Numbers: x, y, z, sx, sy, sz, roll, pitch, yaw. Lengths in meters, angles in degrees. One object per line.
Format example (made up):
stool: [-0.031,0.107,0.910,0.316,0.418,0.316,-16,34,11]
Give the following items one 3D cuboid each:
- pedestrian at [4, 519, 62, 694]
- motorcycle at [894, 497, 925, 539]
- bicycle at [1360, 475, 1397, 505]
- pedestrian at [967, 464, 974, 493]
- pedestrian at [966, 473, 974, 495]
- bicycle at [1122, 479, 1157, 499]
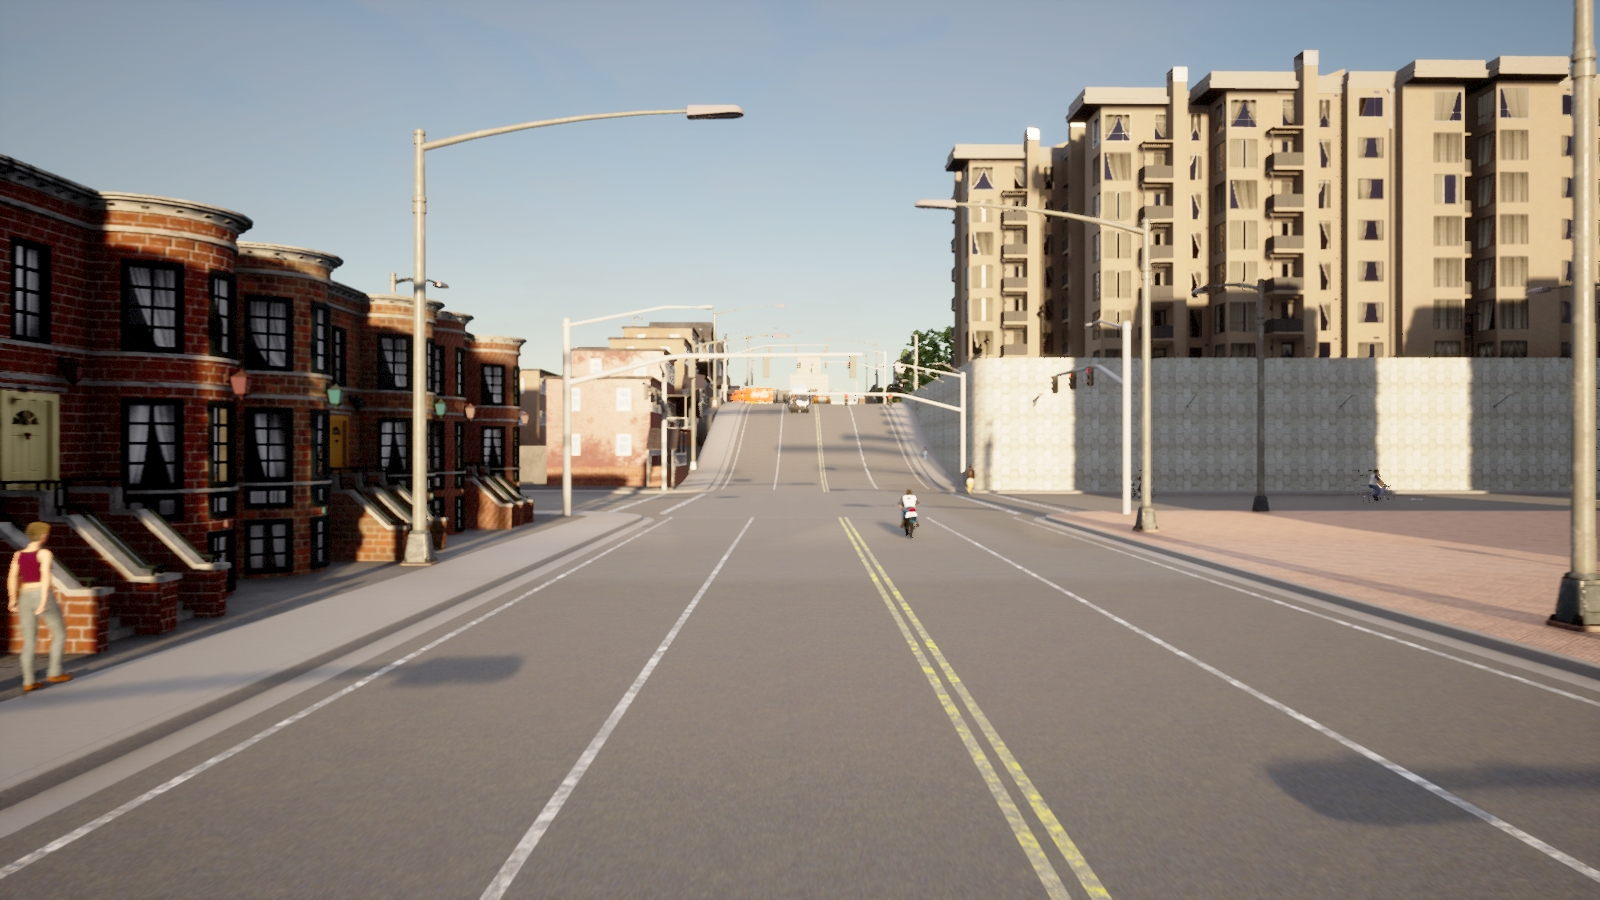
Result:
pedestrian: [-8.385,1.695,12.501,0.375,1.860,0.375,0,0,4]
motorcycle: [3.496,2.157,36.568,0.803,1.224,2.033,0,0,0]
bicycle: [29.090,2.018,57.468,1.643,1.521,0.373,0,0,0]
pedestrian: [10.939,1.819,73.370,0.375,1.860,0.375,0,0,-3]
pedestrian: [10.502,2.097,70.548,0.375,1.300,0.375,0,0,-6]
bicycle: [19.143,2.204,64.453,1.835,1.126,0.329,0,0,0]
